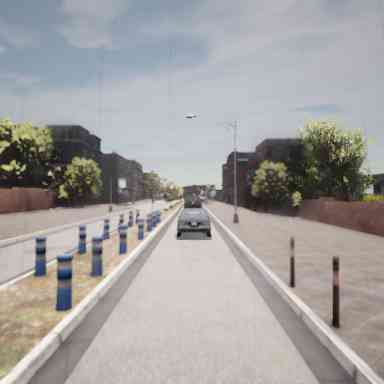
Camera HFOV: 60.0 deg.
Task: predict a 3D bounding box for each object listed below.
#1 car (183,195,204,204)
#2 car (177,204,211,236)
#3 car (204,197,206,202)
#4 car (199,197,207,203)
[{"bbox_3d":[0.104,1.458,42.589,2.150,2.045,5.566,0,0,0],"label":"car"},{"bbox_3d":[0.096,1.631,18.954,2.033,1.411,5.357,0,0,0],"label":"car"},{"bbox_3d":[3.004,2.048,85.845,2.231,1.521,4.892,0,0,0],"label":"car"},{"bbox_3d":[3.005,2.084,91.493,2.231,1.521,4.892,0,0,0],"label":"car"}]
